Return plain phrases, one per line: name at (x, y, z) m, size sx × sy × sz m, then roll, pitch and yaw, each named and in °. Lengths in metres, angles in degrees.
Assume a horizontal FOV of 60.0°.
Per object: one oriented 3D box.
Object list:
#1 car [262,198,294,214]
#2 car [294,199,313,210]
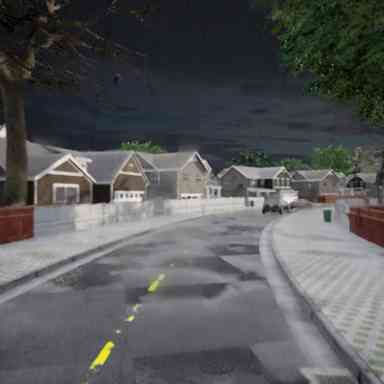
car at (9.124, 1.411, 35.798) m, size 2.097 × 1.767 × 4.553 m, roll 0°, pitch 0°, yaw 29°
car at (14.756, 1.630, 44.911) m, size 2.033 × 1.411 × 5.357 m, roll 0°, pitch 0°, yaw 37°
